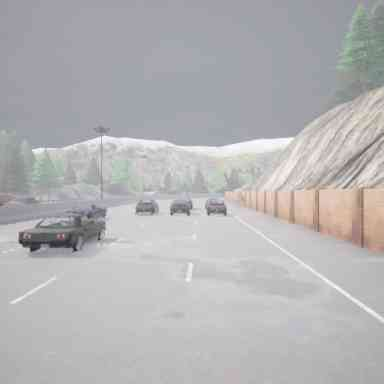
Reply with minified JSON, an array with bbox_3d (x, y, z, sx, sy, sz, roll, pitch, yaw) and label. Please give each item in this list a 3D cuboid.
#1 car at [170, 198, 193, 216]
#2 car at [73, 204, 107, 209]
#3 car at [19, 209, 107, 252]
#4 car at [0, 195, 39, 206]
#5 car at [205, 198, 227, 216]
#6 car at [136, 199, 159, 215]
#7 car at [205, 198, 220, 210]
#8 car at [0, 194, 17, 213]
[{"bbox_3d":[-1.115,1.505,33.045,1.837,1.490,4.892,0,0,1],"label":"car"},{"bbox_3d":[-8.278,1.601,26.644,1.895,1.301,4.718,0,0,1],"label":"car"},{"bbox_3d":[-5.099,1.601,13.903,1.895,1.301,4.718,0,0,1],"label":"car"},{"bbox_3d":[-18.644,1.350,36.355,2.097,1.767,4.553,0,0,2],"label":"car"},{"bbox_3d":[2.381,1.491,32.811,2.128,1.511,4.902,0,0,1],"label":"car"},{"bbox_3d":[-4.579,1.490,34.433,2.128,1.511,4.902,0,0,1],"label":"car"},{"bbox_3d":[2.642,1.525,43.256,1.812,1.442,4.674,0,0,1],"label":"car"},{"bbox_3d":[-22.120,1.317,37.009,2.150,2.045,5.566,0,0,1],"label":"car"}]
